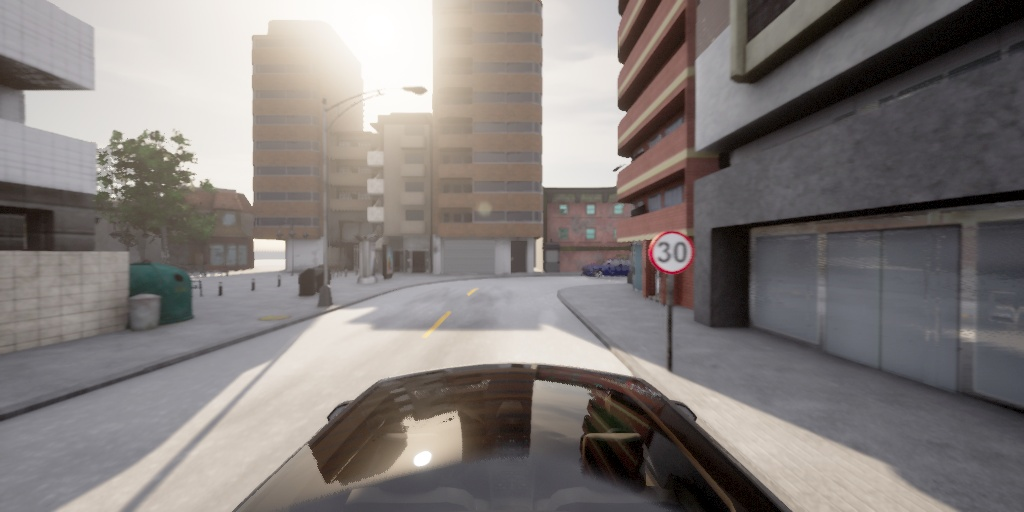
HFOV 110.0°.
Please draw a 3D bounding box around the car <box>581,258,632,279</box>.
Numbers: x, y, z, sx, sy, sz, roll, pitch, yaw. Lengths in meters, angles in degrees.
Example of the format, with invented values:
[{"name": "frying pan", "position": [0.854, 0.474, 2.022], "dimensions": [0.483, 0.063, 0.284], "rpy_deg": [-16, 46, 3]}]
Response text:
[{"name": "car", "position": [7.928, 0.950, 28.071], "dimensions": [5.008, 1.535, 1.882], "rpy_deg": [0, 0, -7]}]
